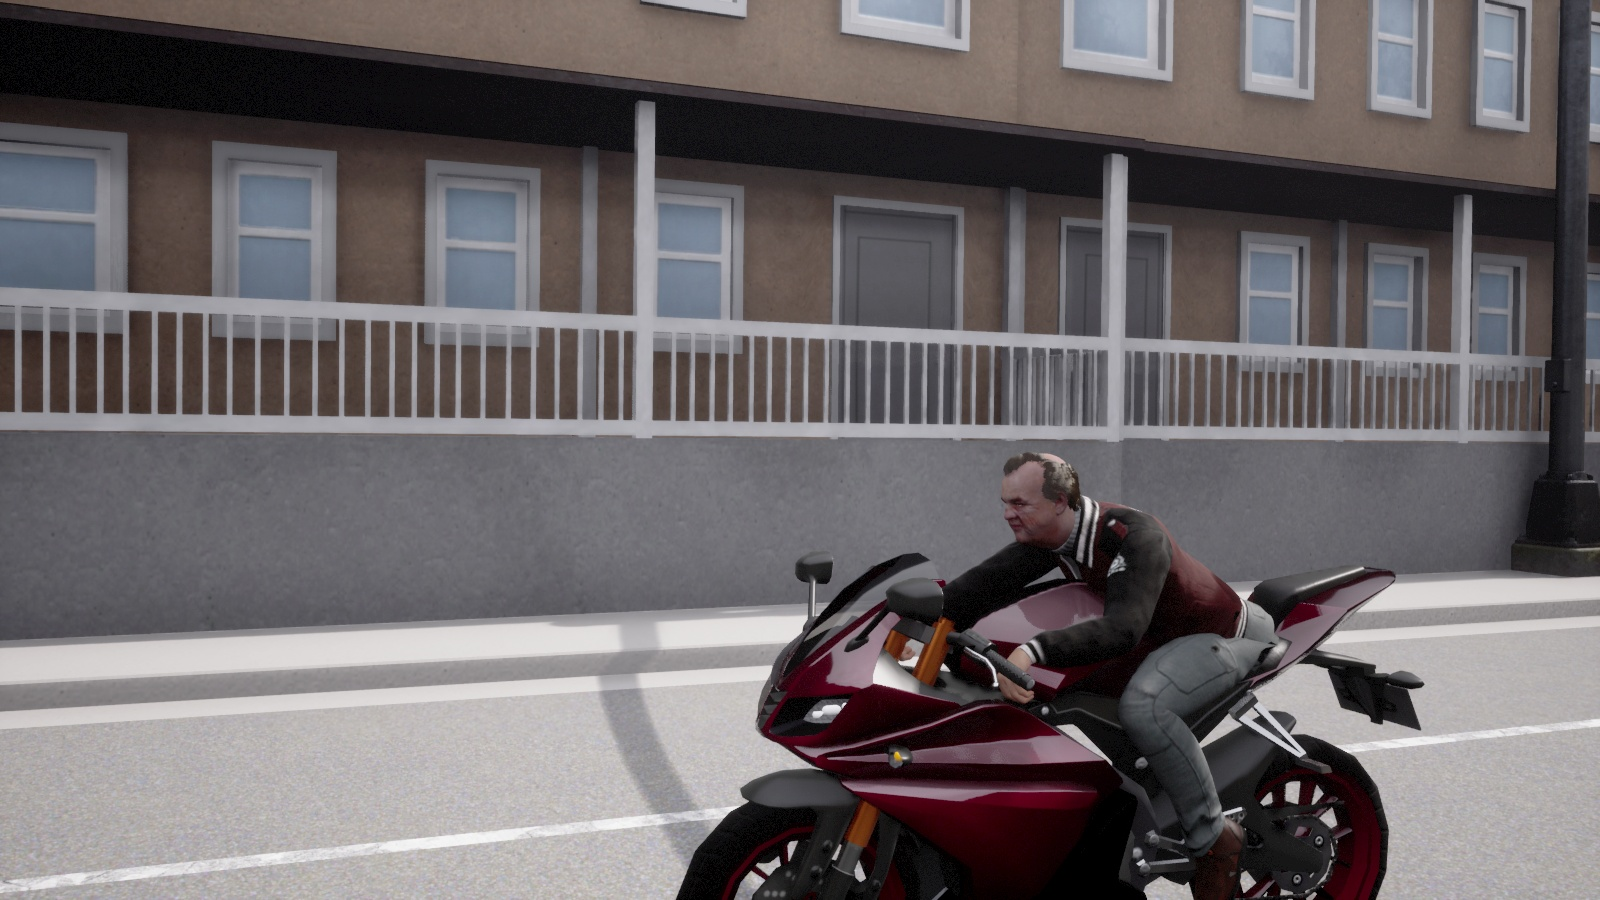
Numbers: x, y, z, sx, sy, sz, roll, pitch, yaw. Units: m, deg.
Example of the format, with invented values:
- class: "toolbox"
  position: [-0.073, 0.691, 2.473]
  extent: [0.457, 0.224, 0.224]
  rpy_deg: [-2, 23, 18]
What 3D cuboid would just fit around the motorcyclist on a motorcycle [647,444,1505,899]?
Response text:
- class: "motorcyclist on a motorcycle"
  position: [0.755, 0.768, 3.489]
  extent: [2.191, 1.530, 0.866]
  rpy_deg: [-1, 1, -19]
